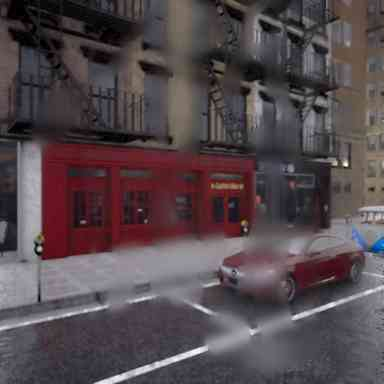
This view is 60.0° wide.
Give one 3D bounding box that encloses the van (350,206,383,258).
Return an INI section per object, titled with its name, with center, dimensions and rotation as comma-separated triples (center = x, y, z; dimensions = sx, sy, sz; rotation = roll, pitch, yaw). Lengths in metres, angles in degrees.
[van]
center = 6.949, 1.337, 11.130
dimensions = 3.998, 1.788, 1.690
rotation = 0, 0, -35

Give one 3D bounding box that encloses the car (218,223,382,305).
[car]
center = 2.542, 1.580, 7.998
dimensions = 4.206, 1.307, 1.802
rotation = 0, 0, -35
